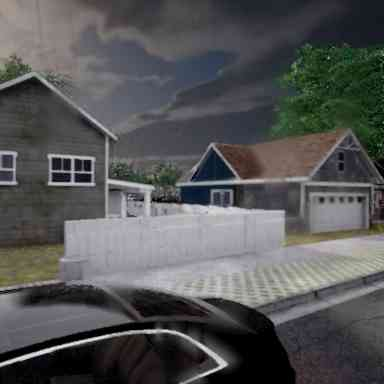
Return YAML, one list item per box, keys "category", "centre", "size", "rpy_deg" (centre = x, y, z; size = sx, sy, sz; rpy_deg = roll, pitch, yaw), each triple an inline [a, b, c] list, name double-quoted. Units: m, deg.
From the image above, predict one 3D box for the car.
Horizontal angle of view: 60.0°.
- category: "car"
  centre: [-1.393, 1.509, 2.059]
  size: [4.892, 1.490, 1.837]
  rpy_deg: [1, 0, -36]
